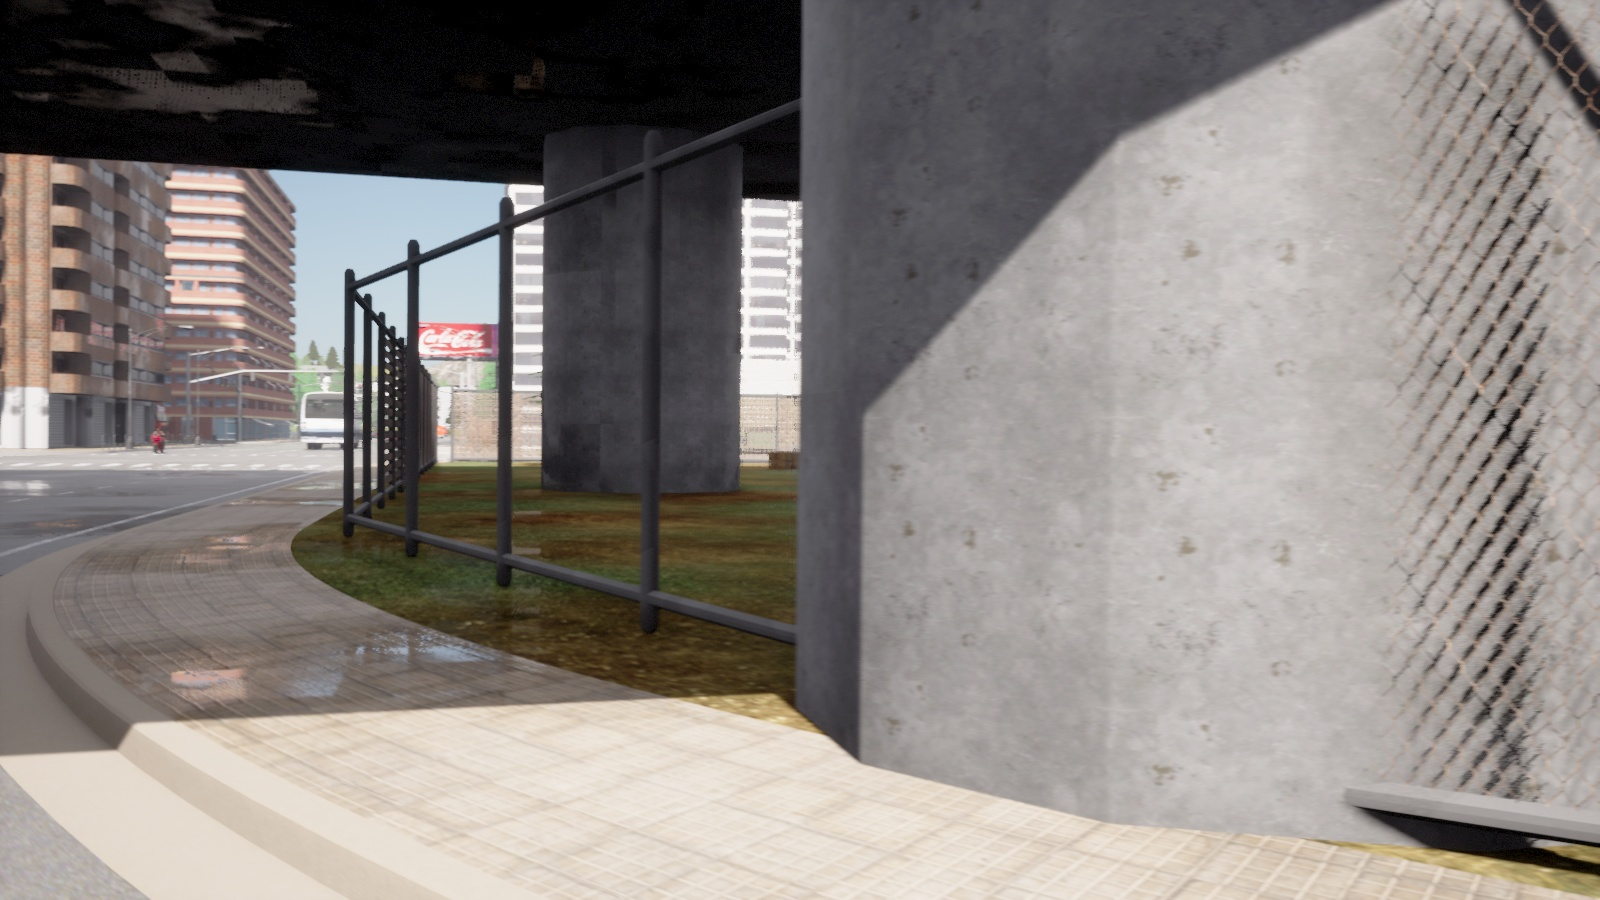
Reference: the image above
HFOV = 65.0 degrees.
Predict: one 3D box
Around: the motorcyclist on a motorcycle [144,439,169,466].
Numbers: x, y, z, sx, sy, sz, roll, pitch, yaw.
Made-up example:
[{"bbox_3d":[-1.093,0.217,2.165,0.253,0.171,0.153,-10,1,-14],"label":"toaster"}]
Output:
[{"bbox_3d":[-36.833,0.126,71.883,0.797,1.523,2.044,-1,1,-15],"label":"motorcyclist on a motorcycle"}]
